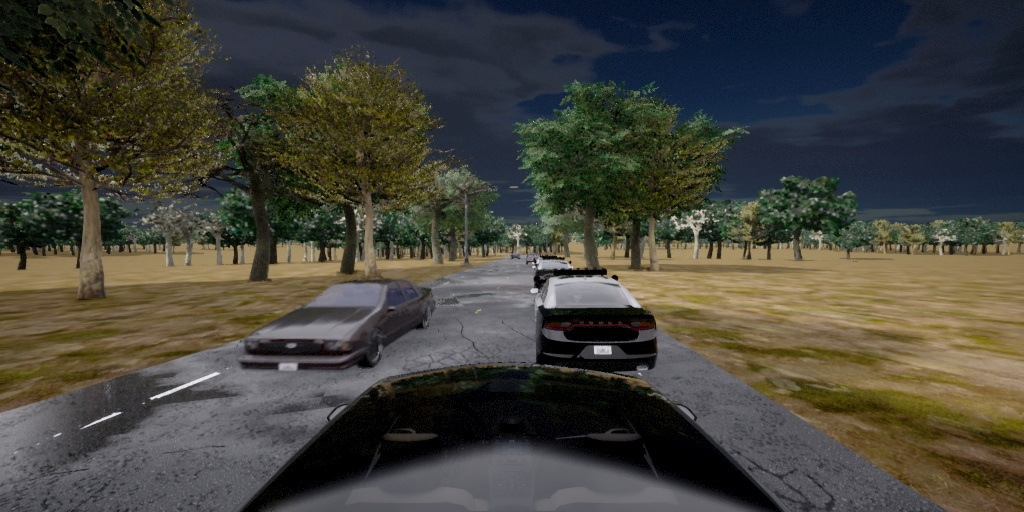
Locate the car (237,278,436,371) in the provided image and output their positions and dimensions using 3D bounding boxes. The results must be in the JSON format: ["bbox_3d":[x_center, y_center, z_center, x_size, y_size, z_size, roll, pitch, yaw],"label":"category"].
[{"bbox_3d":[-3.196,1.226,8.026,2.033,1.411,5.357,0,1,4],"label":"car"}]

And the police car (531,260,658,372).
[{"bbox_3d":[1.430,1.070,7.653,1.930,1.638,5.238,-1,1,3],"label":"police car"}]

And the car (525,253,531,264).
[{"bbox_3d":[2.900,0.435,50.510,2.033,1.411,5.357,0,1,3],"label":"car"}]

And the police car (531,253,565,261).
[{"bbox_3d":[2.021,0.852,17.644,1.930,1.638,5.238,1,1,3],"label":"police car"}]
